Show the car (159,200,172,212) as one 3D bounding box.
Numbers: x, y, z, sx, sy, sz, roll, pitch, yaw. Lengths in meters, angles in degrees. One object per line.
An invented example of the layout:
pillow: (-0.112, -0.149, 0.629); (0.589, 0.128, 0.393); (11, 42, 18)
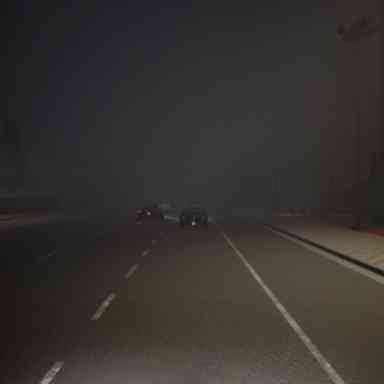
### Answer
car: (-3.561, 1.715, 41.904); (1.812, 1.442, 4.674); (0, 0, -3)

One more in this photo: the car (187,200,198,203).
car: (0.069, 1.730, 40.362); (2.033, 1.411, 5.357); (0, 0, 0)

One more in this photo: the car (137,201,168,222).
car: (-3.403, 1.689, 28.073); (1.994, 1.385, 4.181); (0, 0, 0)

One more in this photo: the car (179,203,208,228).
car: (0.098, 1.706, 23.115); (1.895, 1.301, 4.718); (0, 0, 0)
